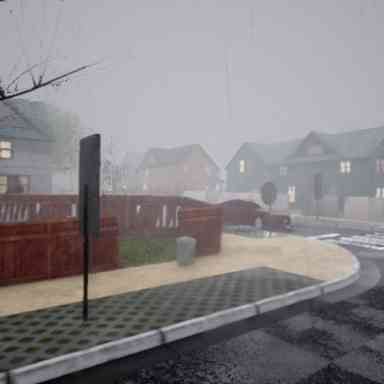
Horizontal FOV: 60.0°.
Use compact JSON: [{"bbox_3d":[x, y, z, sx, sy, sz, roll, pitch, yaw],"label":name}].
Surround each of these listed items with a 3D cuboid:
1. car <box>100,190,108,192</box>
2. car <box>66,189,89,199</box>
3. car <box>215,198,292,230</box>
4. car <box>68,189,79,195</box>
[{"bbox_3d":[-12.634,0.492,45.656,1.837,1.490,4.892,1,1,-36],"label":"car"},{"bbox_3d":[-18.652,0.255,54.005,2.128,1.511,4.902,1,1,-35],"label":"car"},{"bbox_3d":[3.194,1.125,18.407,1.882,1.535,5.008,1,1,-34],"label":"car"},{"bbox_3d":[-14.882,0.505,43.908,2.033,1.411,5.357,1,1,-35],"label":"car"}]
